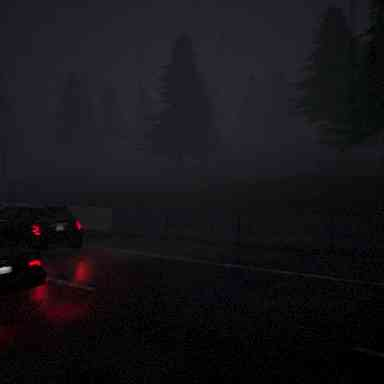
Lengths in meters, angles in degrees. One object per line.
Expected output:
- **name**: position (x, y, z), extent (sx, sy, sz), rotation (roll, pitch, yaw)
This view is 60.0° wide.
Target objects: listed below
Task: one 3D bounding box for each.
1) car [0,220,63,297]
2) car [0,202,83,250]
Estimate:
- **car**: position (-5.504, 1.495, 7.571), extent (5.357, 1.411, 2.033), rotation (0, 1, 35)
- **car**: position (-6.124, 1.234, 12.313), extent (4.553, 1.767, 2.097), rotation (0, 1, 36)
